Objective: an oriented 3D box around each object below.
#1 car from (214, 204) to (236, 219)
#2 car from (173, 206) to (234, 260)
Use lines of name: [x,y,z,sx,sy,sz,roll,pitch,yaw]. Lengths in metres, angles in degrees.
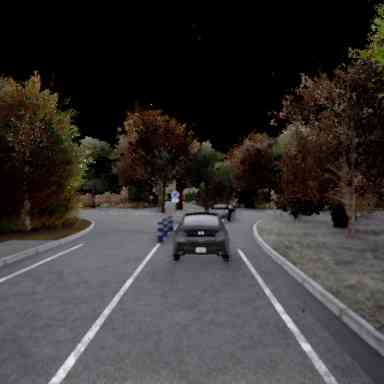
car: [2.808,1.775,29.721,2.128,1.511,4.902,-1,-1,15]
car: [0.359,1.489,12.336,1.837,1.490,4.892,0,0,2]
